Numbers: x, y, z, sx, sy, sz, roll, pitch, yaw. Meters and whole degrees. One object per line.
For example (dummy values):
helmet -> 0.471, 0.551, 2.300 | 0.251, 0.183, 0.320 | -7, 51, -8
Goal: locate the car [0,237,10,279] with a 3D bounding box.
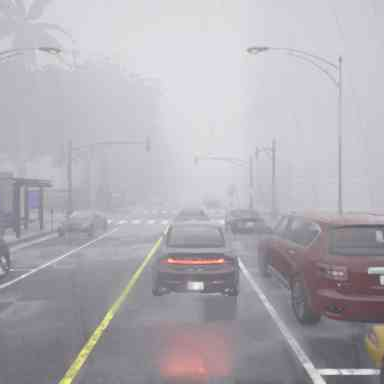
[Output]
car -> -5.757, 1.436, 7.059 | 1.967, 1.590, 4.097 | 0, 0, 0

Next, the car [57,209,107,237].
car -> -5.745, 1.569, 17.911 | 1.802, 1.307, 4.206 | 0, 0, 0

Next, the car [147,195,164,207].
car -> -5.708, 1.504, 49.770 | 2.008, 1.369, 4.403 | 0, 0, 0

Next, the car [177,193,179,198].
car -> -5.659, 1.194, 93.133 | 2.192, 1.841, 5.009 | 0, 0, 0

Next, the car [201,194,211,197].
car -> 2.824, 1.472, 55.331 | 1.752, 1.417, 4.829 | 0, 0, 0

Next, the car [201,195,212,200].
car -> 2.817, 1.520, 49.741 | 1.947, 1.339, 4.313 | 0, 0, 0

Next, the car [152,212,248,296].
car -> 0.086, 1.499, 8.615 | 1.837, 1.490, 4.892 | 0, 0, 0

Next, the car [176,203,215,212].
car -> 0.023, 1.551, 18.643 | 1.994, 1.385, 4.181 | 0, 0, 0

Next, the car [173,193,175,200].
car -> -5.678, 1.227, 76.872 | 2.192, 1.841, 5.009 | 0, 0, 0

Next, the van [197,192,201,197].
van -> 2.854, 1.242, 82.263 | 1.690, 1.788, 3.998 | 0, 0, 0

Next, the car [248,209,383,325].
car -> 2.767, 1.311, 7.033 | 2.192, 1.841, 5.009 | 0, 0, 0

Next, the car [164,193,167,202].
car -> -5.702, 1.387, 55.190 | 1.967, 1.590, 4.097 | 0, 0, 0

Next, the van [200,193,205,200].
van -> 2.829, 1.280, 60.581 | 1.690, 1.788, 3.998 | 0, 0, 0

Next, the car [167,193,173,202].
car -> -5.684, 1.362, 71.451 | 1.967, 1.590, 4.097 | 0, 0, 0

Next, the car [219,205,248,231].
car -> 2.781, 1.553, 17.884 | 1.947, 1.339, 4.313 | 0, 0, 0

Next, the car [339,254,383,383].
car -> 2.762, 1.524, 1.778 | 1.752, 1.417, 4.829 | 0, 0, 0

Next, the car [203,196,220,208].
car -> 2.811, 1.526, 44.320 | 1.947, 1.339, 4.313 | 0, 0, 0
